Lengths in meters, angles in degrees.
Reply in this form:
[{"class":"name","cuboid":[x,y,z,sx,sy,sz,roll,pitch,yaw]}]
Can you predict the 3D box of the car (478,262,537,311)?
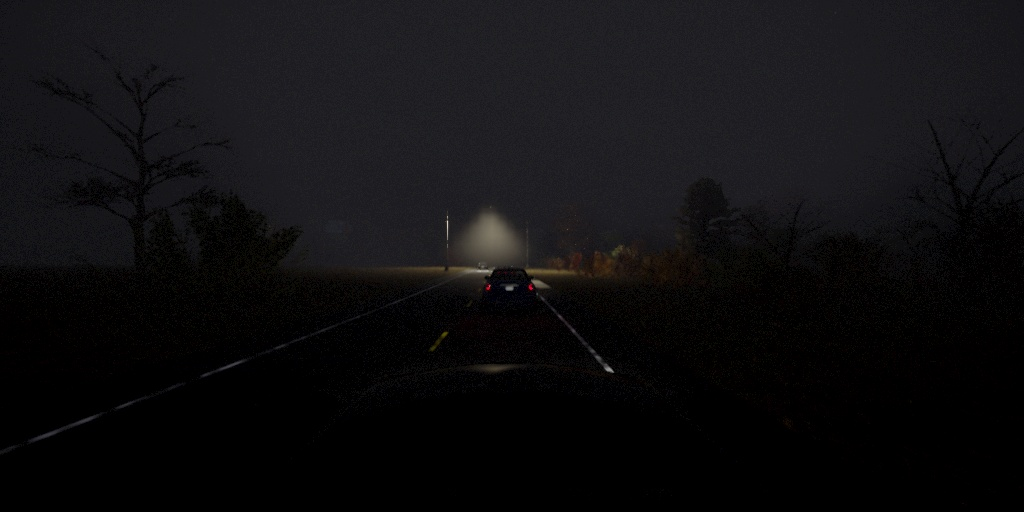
[{"class":"car","cuboid":[-0.123,1.242,15.328,2.097,1.767,4.553,0,-1,-1]}]
